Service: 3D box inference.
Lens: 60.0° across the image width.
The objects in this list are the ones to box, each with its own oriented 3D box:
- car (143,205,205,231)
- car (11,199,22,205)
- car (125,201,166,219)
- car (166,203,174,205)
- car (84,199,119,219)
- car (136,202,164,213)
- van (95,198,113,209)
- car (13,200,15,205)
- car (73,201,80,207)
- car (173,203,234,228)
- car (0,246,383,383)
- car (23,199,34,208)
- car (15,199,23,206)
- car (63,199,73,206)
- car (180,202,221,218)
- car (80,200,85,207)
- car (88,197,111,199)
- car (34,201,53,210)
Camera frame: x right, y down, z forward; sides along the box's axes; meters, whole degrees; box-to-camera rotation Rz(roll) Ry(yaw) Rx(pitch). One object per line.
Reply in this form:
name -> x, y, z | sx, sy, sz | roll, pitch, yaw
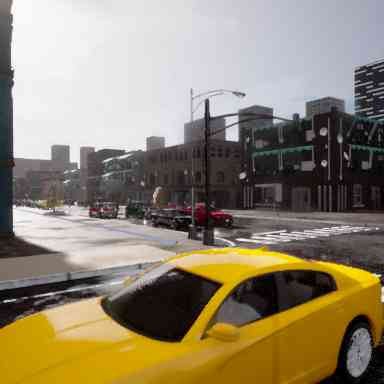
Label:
car -> -1.318, 1.815, 23.111 | 1.947, 1.339, 4.313 | -1, 0, -35
car -> -44.430, 2.598, 84.191 | 1.887, 1.381, 4.507 | -1, 0, -35
car -> -4.898, 1.689, 32.871 | 2.097, 1.767, 4.553 | -1, 0, -35
car -> -2.402, 1.904, 39.351 | 1.802, 1.307, 4.206 | -2, 0, -35
car -> -9.242, 1.847, 34.505 | 1.967, 1.590, 4.097 | -1, 0, -35
car -> -5.600, 1.966, 43.867 | 1.802, 1.307, 4.206 | -1, 0, -35
van -> -15.203, 1.907, 57.418 | 1.690, 1.788, 3.998 | -1, 0, -35
car -> -41.231, 2.548, 79.675 | 2.008, 1.369, 4.403 | -1, 0, -35
car -> -21.597, 2.228, 66.452 | 1.887, 1.381, 4.507 | -1, 0, -35
car -> 0.962, 1.698, 24.597 | 1.882, 1.535, 5.008 | -1, 0, -35
car -> 0.277, 1.477, 3.877 | 5.008, 1.535, 1.882 | 0, 0, -35
car -> -31.634, 2.376, 66.124 | 2.008, 1.369, 4.403 | -1, 0, -35
car -> -38.035, 2.380, 75.157 | 1.967, 1.590, 4.097 | -1, 0, -35
car -> -27.995, 2.364, 75.486 | 1.947, 1.339, 4.313 | -1, 0, -35
car -> 0.797, 1.810, 34.833 | 2.008, 1.369, 4.403 | -2, 0, -35
car -> -18.403, 1.940, 61.934 | 2.192, 1.841, 5.009 | -1, 0, -35
car -> -11.043, 1.678, 41.564 | 2.150, 2.045, 5.566 | -1, 0, -35
car -> -25.137, 2.233, 56.951 | 1.752, 1.417, 4.829 | -1, 0, -35
